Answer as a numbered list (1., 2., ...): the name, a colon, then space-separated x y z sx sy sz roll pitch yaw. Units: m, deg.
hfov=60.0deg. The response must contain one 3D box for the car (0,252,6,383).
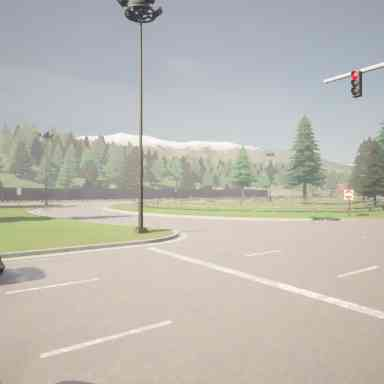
1. car: -3.314 1.352 1.380 4.553 1.767 2.097 0 0 -36

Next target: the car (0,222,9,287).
1. car: -7.162 1.547 7.234 5.357 1.411 2.033 0 0 -35
